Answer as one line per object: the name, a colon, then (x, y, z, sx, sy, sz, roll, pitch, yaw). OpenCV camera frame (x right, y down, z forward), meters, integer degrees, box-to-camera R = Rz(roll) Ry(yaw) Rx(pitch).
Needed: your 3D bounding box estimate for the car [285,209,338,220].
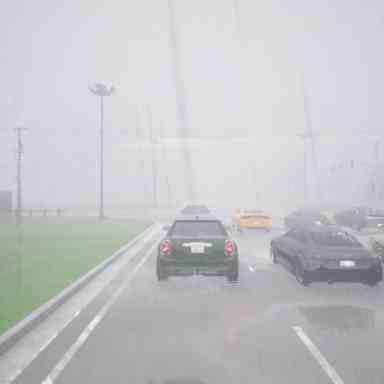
car: (7.241, 1.781, 21.143, 1.994, 1.385, 4.181, 0, -1, 0)

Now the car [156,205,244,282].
car: (0.154, 1.458, 10.266, 2.097, 1.767, 4.553, 0, -1, 1)

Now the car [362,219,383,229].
car: (7.155, 1.701, 9.663, 1.895, 1.301, 4.718, 0, -1, 0)

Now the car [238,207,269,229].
car: (3.747, 1.700, 21.760, 1.882, 1.535, 5.008, 0, 0, 0)

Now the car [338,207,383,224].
car: (10.744, 1.711, 21.427, 2.128, 1.511, 4.902, 0, -1, 0)

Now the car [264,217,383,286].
car: (3.650, 1.665, 9.782, 1.994, 1.385, 4.181, 0, -1, 0)
